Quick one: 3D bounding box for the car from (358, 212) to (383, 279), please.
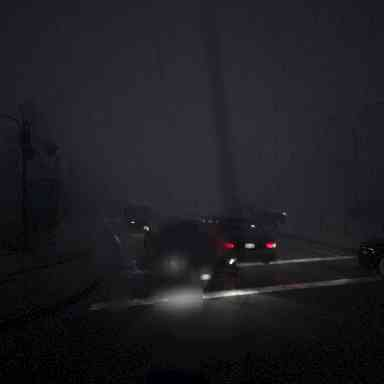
[{"bbox_3d":[6.786,1.475,8.007,5.008,1.535,1.882,0,0,36],"label":"car"}]

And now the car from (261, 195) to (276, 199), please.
[{"bbox_3d":[10.231,1.277,47.183,2.152,1.636,5.027,0,0,-17],"label":"car"}]

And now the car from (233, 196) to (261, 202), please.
[{"bbox_3d":[7.246,1.287,46.218,2.007,1.523,4.514,0,0,-17],"label":"car"}]

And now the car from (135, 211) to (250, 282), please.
[{"bbox_3d":[-0.368,1.543,10.146,2.033,1.411,5.357,0,0,-15],"label":"car"}]

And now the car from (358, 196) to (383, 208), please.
[{"bbox_3d":[23.800,1.273,43.299,1.845,1.501,3.633,0,0,-17],"label":"car"}]

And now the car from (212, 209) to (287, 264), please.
[{"bbox_3d":[1.453,1.541,11.763,2.033,1.411,5.357,0,0,-4],"label":"car"}]

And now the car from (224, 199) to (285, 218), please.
[{"bbox_3d":[3.019,1.467,19.016,5.357,1.411,2.033,-4,2,-35],"label":"car"}]

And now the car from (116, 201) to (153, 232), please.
[{"bbox_3d":[-3.261,1.529,20.378,2.033,1.411,5.357,0,0,-17],"label":"car"}]

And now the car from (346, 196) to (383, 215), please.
[{"bbox_3d":[15.535,1.355,29.286,1.970,1.475,3.806,0,0,-17],"label":"car"}]

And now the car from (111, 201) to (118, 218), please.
[{"bbox_3d":[-6.424,1.515,30.430,2.033,1.411,5.357,0,0,-17],"label":"car"}]
